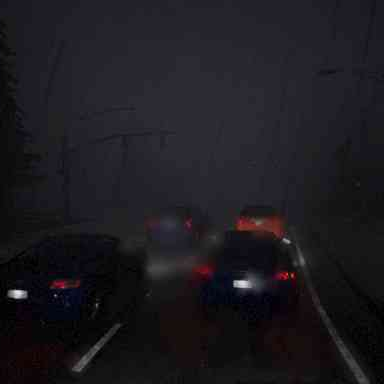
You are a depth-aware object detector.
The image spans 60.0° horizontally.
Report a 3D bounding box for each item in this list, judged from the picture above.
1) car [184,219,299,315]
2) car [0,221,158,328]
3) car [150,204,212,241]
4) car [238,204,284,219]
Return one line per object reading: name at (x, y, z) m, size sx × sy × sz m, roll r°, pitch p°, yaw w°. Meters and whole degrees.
car at (1.324, 1.564, 7.708) m, size 1.994 × 1.385 × 4.181 m, roll 0°, pitch 0°, yaw 13°
car at (-2.351, 1.564, 7.165) m, size 1.994 × 1.385 × 4.181 m, roll 0°, pitch 0°, yaw 10°
car at (-0.393, 1.352, 15.563) m, size 2.097 × 1.767 × 4.553 m, roll 0°, pitch 0°, yaw 14°
car at (3.352, 1.352, 16.106) m, size 2.097 × 1.767 × 4.553 m, roll 0°, pitch 0°, yaw 14°
